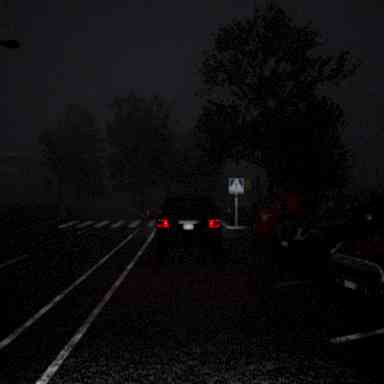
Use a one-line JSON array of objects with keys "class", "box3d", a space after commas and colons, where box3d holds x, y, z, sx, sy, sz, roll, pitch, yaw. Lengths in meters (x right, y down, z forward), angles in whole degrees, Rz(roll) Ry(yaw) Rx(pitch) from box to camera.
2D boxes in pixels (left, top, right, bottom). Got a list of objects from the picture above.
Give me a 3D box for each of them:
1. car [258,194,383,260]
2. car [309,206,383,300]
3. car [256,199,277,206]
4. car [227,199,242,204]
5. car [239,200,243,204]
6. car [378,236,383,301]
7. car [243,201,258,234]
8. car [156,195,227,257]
[{"class": "car", "box3d": [5.239, 1.162, 10.518, 5.566, 2.045, 2.435, 1, 1, -21]}, {"class": "car", "box3d": [5.328, 1.320, 7.574, 4.553, 1.767, 2.185, 1, 1, -21]}, {"class": "car", "box3d": [17.589, 2.466, 78.712, 1.837, 1.490, 4.892, 0, 0, -29]}, {"class": "car", "box3d": [10.961, 2.440, 86.376, 4.902, 1.511, 2.128, 0, 0, 30]}, {"class": "car", "box3d": [5.151, 1.351, 16.482, 4.892, 1.521, 2.231, 1, 0, -21]}, {"class": "car", "box3d": [5.493, 1.469, 4.668, 5.366, 1.575, 1.946, 1, 0, -21]}, {"class": "car", "box3d": [5.242, 1.131, 13.520, 5.566, 2.045, 2.435, 1, 0, -21]}, {"class": "car", "box3d": [-0.071, 1.119, 12.686, 2.150, 2.045, 5.566, 0, 0, 1]}]
